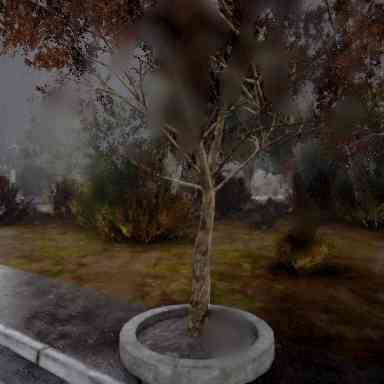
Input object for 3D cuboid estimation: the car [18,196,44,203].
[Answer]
[{"bbox_3d":[-21.842,1.216,45.031,2.033,1.411,5.357,1,0,32],"label":"car"}]
